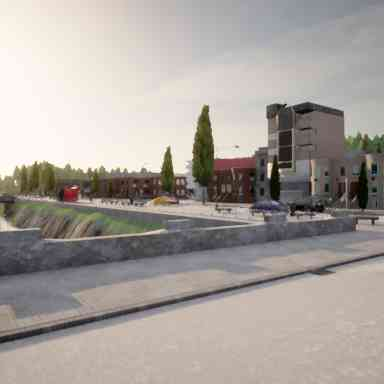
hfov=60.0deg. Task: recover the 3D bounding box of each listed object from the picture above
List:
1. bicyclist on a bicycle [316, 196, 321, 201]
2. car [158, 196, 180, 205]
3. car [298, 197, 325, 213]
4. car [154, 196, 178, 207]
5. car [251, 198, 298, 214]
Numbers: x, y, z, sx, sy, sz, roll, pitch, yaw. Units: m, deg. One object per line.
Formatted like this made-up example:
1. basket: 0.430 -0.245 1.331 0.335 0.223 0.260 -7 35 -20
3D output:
1. bicyclist on a bicycle: 14.992 1.348 39.699 1.656 1.620 0.582 0 0 -35
2. car: -4.157 1.525 59.342 1.812 1.442 4.674 0 0 -35
3. car: 12.088 1.351 36.551 2.097 1.767 4.553 0 0 -35
4. car: -4.186 1.477 52.249 1.882 1.535 5.008 0 0 -35
5. car: 8.253 1.526 34.718 1.812 1.442 4.674 0 1 -36
